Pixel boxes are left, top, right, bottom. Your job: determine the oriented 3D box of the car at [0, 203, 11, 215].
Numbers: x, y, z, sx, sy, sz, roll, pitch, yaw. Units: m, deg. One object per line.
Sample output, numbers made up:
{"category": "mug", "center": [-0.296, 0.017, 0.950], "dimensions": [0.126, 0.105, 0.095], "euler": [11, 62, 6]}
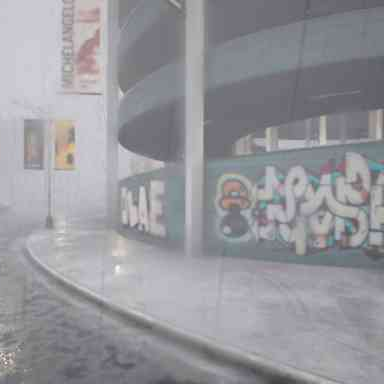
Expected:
{"category": "car", "center": [-20.811, 1.721, 33.814], "dimensions": [1.895, 1.301, 4.718], "euler": [0, 0, 9]}
